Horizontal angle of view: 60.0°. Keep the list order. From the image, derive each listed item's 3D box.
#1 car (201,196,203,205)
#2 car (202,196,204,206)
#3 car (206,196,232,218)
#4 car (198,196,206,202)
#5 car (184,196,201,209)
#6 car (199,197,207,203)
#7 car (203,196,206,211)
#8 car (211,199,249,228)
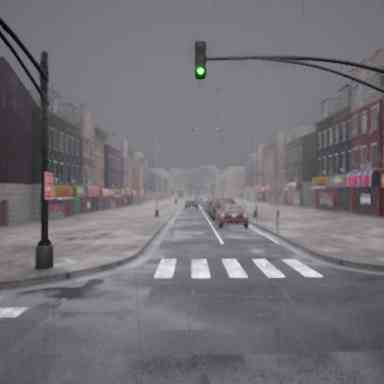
[{"bbox_3d":[2.574,1.593,44.175,1.967,1.590,4.097,0,0,0],"label":"car"},{"bbox_3d":[2.582,1.570,38.773,1.967,1.590,4.097,0,0,0],"label":"car"},{"bbox_3d":[2.595,1.401,27.968,2.192,1.841,5.009,0,0,0],"label":"car"},{"bbox_3d":[2.517,1.832,87.394,1.967,1.590,4.097,-1,0,0],"label":"car"},{"bbox_3d":[-0.059,1.667,47.618,1.837,1.490,4.892,0,0,0],"label":"car"},{"bbox_3d":[2.532,1.906,76.588,1.802,1.307,4.206,-1,0,0],"label":"car"},{"bbox_3d":[2.588,1.422,33.371,2.192,1.841,5.009,0,0,0],"label":"car"},{"bbox_3d":[2.603,1.507,22.566,1.967,1.590,4.097,0,0,0],"label":"car"}]
